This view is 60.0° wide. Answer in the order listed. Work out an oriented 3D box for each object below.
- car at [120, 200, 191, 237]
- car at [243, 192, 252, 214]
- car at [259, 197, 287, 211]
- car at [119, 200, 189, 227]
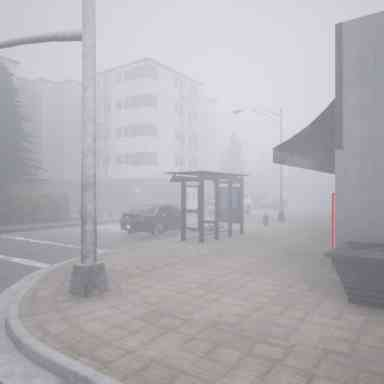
[{"bbox_3d":[-1.483,1.327,17.038,1.837,1.490,4.892,0,0,36],"label":"car"},{"bbox_3d":[3.515,1.045,30.387,2.150,2.045,5.566,0,0,36],"label":"car"},{"bbox_3d":[9.456,1.301,38.604,1.882,1.535,5.008,0,0,36],"label":"car"},{"bbox_3d":[-2.368,1.328,22.203,1.837,1.490,4.892,0,0,36],"label":"car"}]
